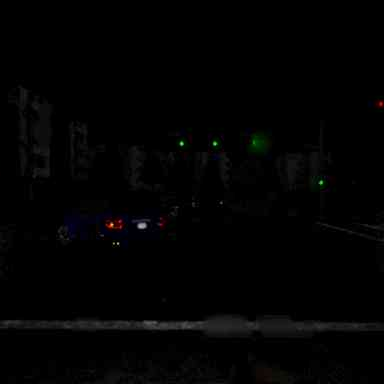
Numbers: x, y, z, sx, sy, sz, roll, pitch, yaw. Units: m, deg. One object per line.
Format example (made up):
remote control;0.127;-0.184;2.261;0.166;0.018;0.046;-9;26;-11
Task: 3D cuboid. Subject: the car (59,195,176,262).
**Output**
car;-3.108;1.138;12.241;2.150;2.045;5.566;0;0;-36

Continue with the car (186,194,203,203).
car;0.529;1.124;60.022;1.837;1.490;4.892;0;1;24

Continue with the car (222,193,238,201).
car;7.198;0.944;65.032;2.097;1.767;4.553;0;0;35

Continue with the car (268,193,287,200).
car;18.514;1.026;72.054;5.008;1.535;1.882;0;0;-36

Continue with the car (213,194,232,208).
car;3.735;1.292;43.186;1.994;1.385;4.181;0;0;3

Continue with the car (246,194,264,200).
car;13.744;1.068;72.615;4.674;1.442;1.812;0;0;-39

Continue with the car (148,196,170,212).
car;-3.493;1.252;35.773;1.882;1.535;5.008;0;0;0
